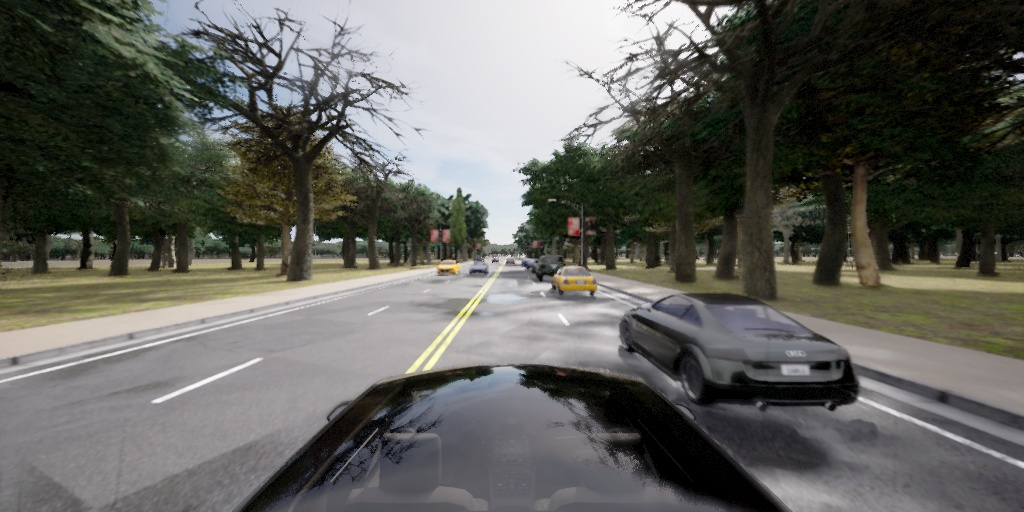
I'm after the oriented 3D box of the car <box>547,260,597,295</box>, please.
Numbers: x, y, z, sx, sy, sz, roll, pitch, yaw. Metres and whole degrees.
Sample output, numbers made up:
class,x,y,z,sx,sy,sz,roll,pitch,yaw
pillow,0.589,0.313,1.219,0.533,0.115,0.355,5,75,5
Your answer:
class,x,y,z,sx,sy,sz,roll,pitch,yaw
car,3.233,1.204,19.459,1.801,1.575,5.366,0,0,0

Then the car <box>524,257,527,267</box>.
class,x,y,z,sx,sy,sz,roll,pitch,yaw
car,3.114,1.243,52.285,1.812,1.442,4.674,0,0,0

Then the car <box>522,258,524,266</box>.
class,x,y,z,sx,sy,sz,roll,pitch,yaw
car,3.050,1.182,63.290,1.882,1.535,5.008,0,0,0

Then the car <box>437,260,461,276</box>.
class,x,y,z,sx,sy,sz,roll,pitch,yaw
car,-6.660,1.211,38.031,1.882,1.535,5.008,0,0,0

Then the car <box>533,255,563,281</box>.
class,x,y,z,sx,sy,sz,roll,pitch,yaw
car,3.206,0.962,30.303,2.150,2.045,5.566,0,0,0

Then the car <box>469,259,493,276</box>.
class,x,y,z,sx,sy,sz,roll,pitch,yaw
car,-3.412,1.281,37.926,2.033,1.411,5.357,0,0,0

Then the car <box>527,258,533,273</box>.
class,x,y,z,sx,sy,sz,roll,pitch,yaw
car,3.167,1.221,41.279,2.128,1.511,4.902,0,0,0

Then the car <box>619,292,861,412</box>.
class,x,y,z,sx,sy,sz,roll,pitch,yaw
car,3.349,1.314,6.250,1.994,1.385,4.181,0,0,0
